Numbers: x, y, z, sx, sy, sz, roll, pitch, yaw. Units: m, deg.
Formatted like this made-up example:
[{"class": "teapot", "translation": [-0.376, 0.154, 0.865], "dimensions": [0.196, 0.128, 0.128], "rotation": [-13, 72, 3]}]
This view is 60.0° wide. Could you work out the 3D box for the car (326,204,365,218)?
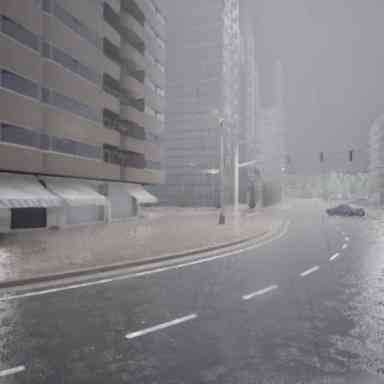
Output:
[{"class": "car", "translation": [17.107, 2.095, 37.173], "dimensions": [1.812, 1.442, 4.674], "rotation": [1, -1, -16]}]
